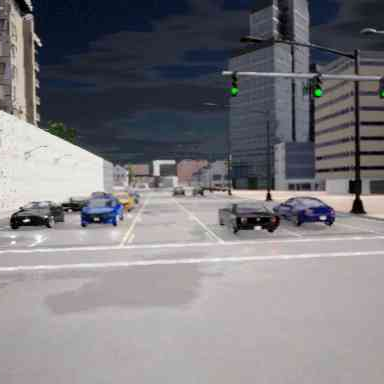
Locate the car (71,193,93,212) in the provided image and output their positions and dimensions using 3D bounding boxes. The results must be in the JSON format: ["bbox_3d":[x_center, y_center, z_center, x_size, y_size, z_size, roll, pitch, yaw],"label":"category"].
[{"bbox_3d":[-9.545,1.060,27.556,1.895,1.301,4.718,-1,1,-6],"label":"car"}]

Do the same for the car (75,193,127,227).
[{"bbox_3d":[-5.152,1.063,19.509,1.882,1.535,5.008,-1,1,-6],"label":"car"}]

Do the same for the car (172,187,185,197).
[{"bbox_3d":[-2.462,-0.145,60.269,2.097,1.767,4.553,-1,1,-6],"label":"car"}]

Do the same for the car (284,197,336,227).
[{"bbox_3d":[5.805,0.964,17.650,1.812,1.442,4.674,-1,1,-6],"label":"car"}]

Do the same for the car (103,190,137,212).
[{"bbox_3d":[-6.169,0.842,28.910,1.882,1.535,5.008,-1,1,-6],"label":"car"}]

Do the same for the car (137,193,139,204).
[{"bbox_3d":[-7.258,0.612,39.287,2.128,1.511,4.902,-1,1,-6],"label":"car"}]

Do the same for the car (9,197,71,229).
[{"bbox_3d":[-8.598,1.227,18.849,1.994,1.385,4.181,-1,1,-6],"label":"car"}]

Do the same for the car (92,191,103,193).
[{"bbox_3d":[-10.609,0.726,37.647,1.837,1.490,4.892,-1,1,-6],"label":"car"}]

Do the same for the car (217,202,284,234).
[{"bbox_3d":[2.475,1.142,15.919,1.895,1.301,4.718,-1,1,-6],"label":"car"}]

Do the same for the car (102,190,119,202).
[{"bbox_3d":[-11.655,0.510,47.748,1.812,1.442,4.674,-1,1,-6],"label":"car"}]

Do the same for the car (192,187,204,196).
[{"bbox_3d":[1.027,-0.061,60.579,1.837,1.490,4.892,-1,1,-6],"label":"car"}]
